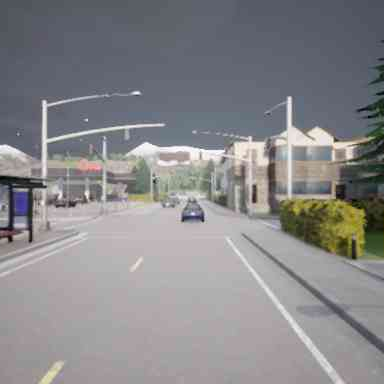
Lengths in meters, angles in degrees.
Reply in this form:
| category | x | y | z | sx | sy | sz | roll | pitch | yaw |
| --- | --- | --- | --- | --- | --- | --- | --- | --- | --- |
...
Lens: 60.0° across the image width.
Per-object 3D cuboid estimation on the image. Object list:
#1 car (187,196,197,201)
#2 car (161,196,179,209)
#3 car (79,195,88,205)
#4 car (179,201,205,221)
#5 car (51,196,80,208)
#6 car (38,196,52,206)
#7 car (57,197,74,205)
| category | x | y | z | sx | sy | sz | roll | pitch | yaw |
| --- | --- | --- | --- | --- | --- | --- | --- | --- | --- |
| car | 0.001 | 1.678 | 66.805 | 2.097 | 1.767 | 4.553 | 0 | 0 | 0 |
| car | -3.568 | 1.726 | 51.209 | 2.128 | 1.511 | 4.902 | 0 | 0 | 0 |
| car | -22.624 | 1.578 | 67.879 | 1.905 | 1.878 | 3.866 | 0 | 0 | 0 |
| car | 0.087 | 1.761 | 29.548 | 1.994 | 1.385 | 4.181 | 0 | 0 | 0 |
| car | -18.921 | 1.718 | 50.009 | 2.007 | 1.523 | 4.514 | 0 | 0 | 0 |
| car | -25.890 | 1.563 | 60.002 | 1.932 | 1.855 | 4.605 | 0 | 0 | 0 |
| car | -25.951 | 1.865 | 68.480 | 1.970 | 1.475 | 3.806 | 0 | 0 | 0 |
